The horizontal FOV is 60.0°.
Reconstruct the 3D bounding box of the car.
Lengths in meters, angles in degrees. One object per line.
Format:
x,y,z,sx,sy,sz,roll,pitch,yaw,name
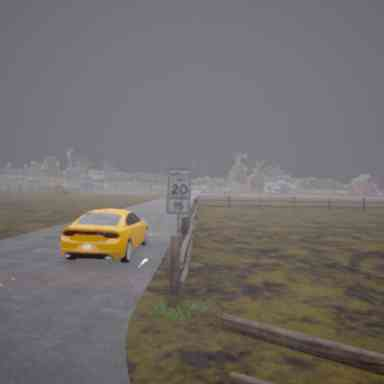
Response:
-2.779,1.312,11.549,1.882,1.535,5.008,3,1,2,car
